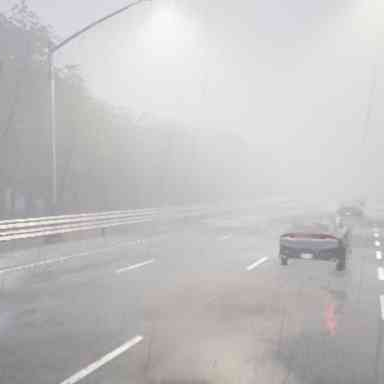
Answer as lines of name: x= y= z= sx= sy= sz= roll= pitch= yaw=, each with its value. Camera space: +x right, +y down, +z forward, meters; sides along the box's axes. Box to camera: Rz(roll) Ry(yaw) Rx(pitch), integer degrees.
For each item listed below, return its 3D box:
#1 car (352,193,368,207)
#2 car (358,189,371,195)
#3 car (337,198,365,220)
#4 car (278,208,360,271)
car: x=21.813 y=1.310 z=43.864 sx=1.812 sy=1.442 sz=4.674 roll=-2 pitch=0 yaw=28
car: x=35.627 y=0.651 z=69.562 sx=2.128 sy=1.511 sz=4.902 roll=-2 pitch=1 yaw=29
car: x=13.283 y=1.501 z=27.971 sx=1.812 sy=1.442 sz=4.674 roll=-2 pitch=0 yaw=28
car: x=4.246 y=1.515 z=11.141 sx=2.128 sy=1.511 sz=4.902 roll=-2 pitch=-1 yaw=28
